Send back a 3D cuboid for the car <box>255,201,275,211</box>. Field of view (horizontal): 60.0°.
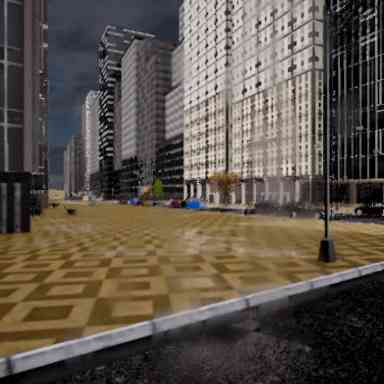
[{"bbox_3d":[10.753,1.931,47.529,1.947,1.339,4.313,-1,0,-25],"label":"car"}]

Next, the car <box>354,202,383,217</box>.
[{"bbox_3d":[17.944,1.645,32.265,2.008,1.369,4.403,-1,0,-25],"label":"car"}]

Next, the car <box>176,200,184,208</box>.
[{"bbox_3d":[-0.581,2.135,58.225,1.812,1.442,4.674,0,-1,-25],"label":"car"}]

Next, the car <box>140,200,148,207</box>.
[{"bbox_3d":[-8.744,2.365,69.243,1.752,1.417,4.829,-1,0,-25],"label":"car"}]

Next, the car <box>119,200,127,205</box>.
[{"bbox_3d":[-18.404,2.777,89.746,1.887,1.381,4.507,-1,0,-25],"label":"car"}]

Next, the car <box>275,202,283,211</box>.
[{"bbox_3d":[13.150,1.840,42.441,1.947,1.339,4.313,-1,0,-25],"label":"car"}]

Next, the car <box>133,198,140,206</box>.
[{"bbox_3d":[-11.213,2.484,74.484,1.887,1.381,4.507,-1,0,-25],"label":"car"}]

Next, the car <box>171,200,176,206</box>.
[{"bbox_3d":[-3.631,2.513,78.056,1.802,1.307,4.206,-1,0,-25],"label":"car"}]

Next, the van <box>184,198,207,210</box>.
[{"bbox_3d":[0.769,1.807,49.047,1.690,1.788,3.998,-1,0,-25],"label":"van"}]

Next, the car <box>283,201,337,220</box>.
[{"bbox_3d":[10.364,1.653,28.692,2.008,1.369,4.403,-1,0,-25],"label":"car"}]

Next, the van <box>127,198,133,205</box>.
[{"bbox_3d":[-13.614,2.378,79.573,1.690,1.788,3.998,-1,0,-25],"label":"van"}]

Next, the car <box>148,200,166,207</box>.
[{"bbox_3d":[-6.418,2.298,64.308,2.008,1.369,4.403,-1,0,-25],"label":"car"}]
